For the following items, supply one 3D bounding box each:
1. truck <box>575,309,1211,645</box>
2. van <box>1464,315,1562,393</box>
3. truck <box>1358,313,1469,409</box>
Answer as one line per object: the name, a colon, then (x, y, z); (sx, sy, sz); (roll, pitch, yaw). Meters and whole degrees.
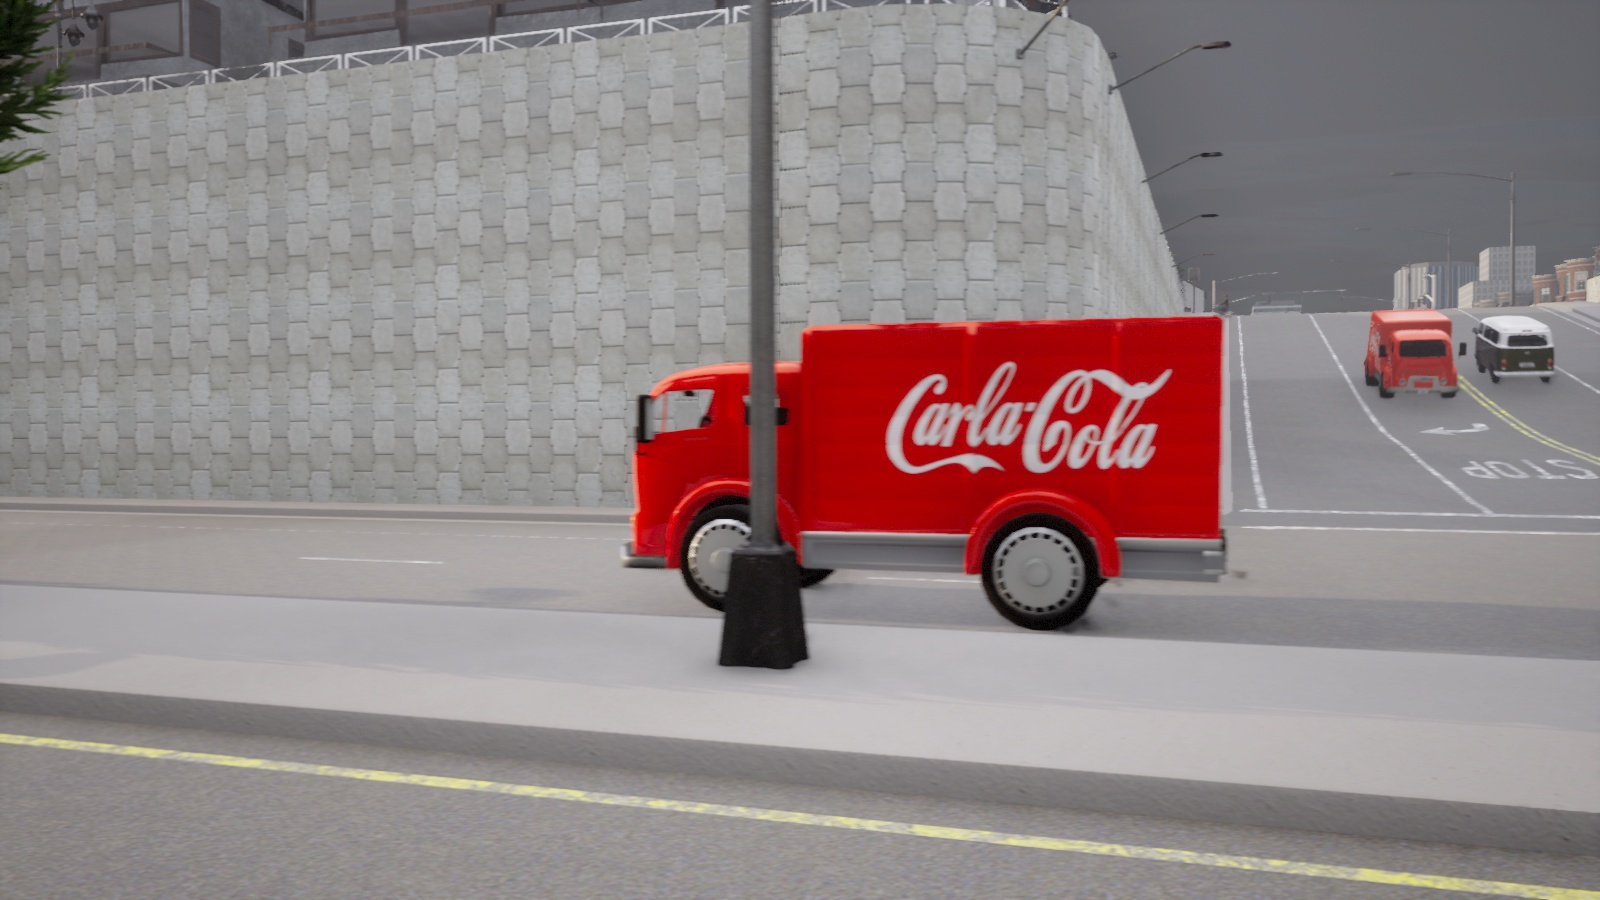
truck: (0.937, 0.162, 11.310); (5.204, 2.467, 2.627); (0, 1, 19)
van: (24.608, -3.375, 43.523); (2.069, 2.038, 4.480); (1, 12, 19)
truck: (20.389, -3.047, 41.989); (2.627, 2.467, 5.204); (1, 12, 19)
